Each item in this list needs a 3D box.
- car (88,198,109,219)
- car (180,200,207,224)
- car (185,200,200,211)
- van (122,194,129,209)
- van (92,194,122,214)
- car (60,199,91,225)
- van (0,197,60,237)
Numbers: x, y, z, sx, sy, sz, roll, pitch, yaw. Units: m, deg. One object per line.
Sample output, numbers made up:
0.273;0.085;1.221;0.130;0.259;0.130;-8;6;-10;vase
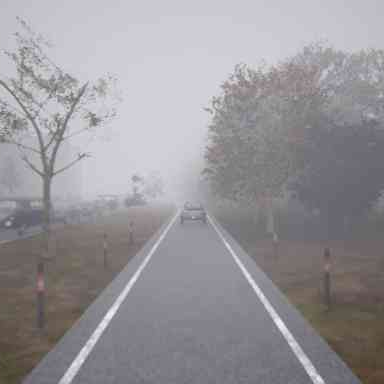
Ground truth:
-9.081;1.498;28.850;2.163;1.488;4.792;0;-1;-2;car
0.099;1.526;24.961;2.128;1.511;4.902;0;0;0;car
0.024;1.676;43.018;1.895;1.301;4.718;0;0;-1;car
-9.257;1.283;45.314;1.878;1.987;4.442;0;-1;-2;van
-9.091;1.259;35.363;1.878;1.987;4.442;0;-1;-2;van
-9.075;1.453;23.339;2.231;1.521;4.892;0;-1;-2;car
-9.073;1.234;17.654;1.878;1.987;4.442;0;0;2;van
